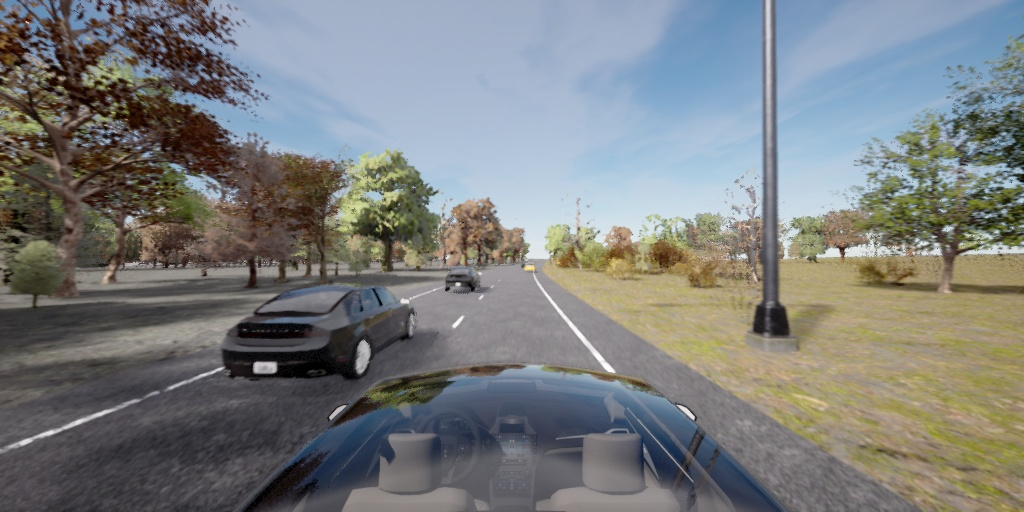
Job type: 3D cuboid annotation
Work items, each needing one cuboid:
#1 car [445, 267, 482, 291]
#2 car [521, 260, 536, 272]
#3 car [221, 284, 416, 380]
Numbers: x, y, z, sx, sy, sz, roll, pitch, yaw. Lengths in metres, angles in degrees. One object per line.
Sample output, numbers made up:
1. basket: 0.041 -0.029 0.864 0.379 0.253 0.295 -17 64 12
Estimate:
1. car: -3.129 1.458 23.573 1.837 1.490 4.892 0 -1 1
2. car: 2.853 1.725 56.342 1.801 1.575 5.366 0 -1 3
3. car: -3.372 1.304 7.337 1.837 1.490 4.892 0 -1 0
